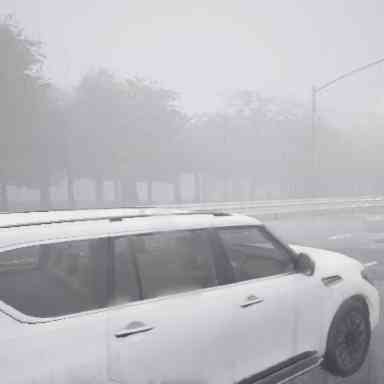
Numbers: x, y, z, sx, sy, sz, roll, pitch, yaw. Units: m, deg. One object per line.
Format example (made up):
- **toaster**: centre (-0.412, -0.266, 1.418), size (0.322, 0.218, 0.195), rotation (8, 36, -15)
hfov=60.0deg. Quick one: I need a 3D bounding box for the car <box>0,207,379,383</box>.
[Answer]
- **car**: centre (-0.155, 1.192, 3.761), size (5.566, 2.045, 2.150), rotation (-1, 1, -35)
